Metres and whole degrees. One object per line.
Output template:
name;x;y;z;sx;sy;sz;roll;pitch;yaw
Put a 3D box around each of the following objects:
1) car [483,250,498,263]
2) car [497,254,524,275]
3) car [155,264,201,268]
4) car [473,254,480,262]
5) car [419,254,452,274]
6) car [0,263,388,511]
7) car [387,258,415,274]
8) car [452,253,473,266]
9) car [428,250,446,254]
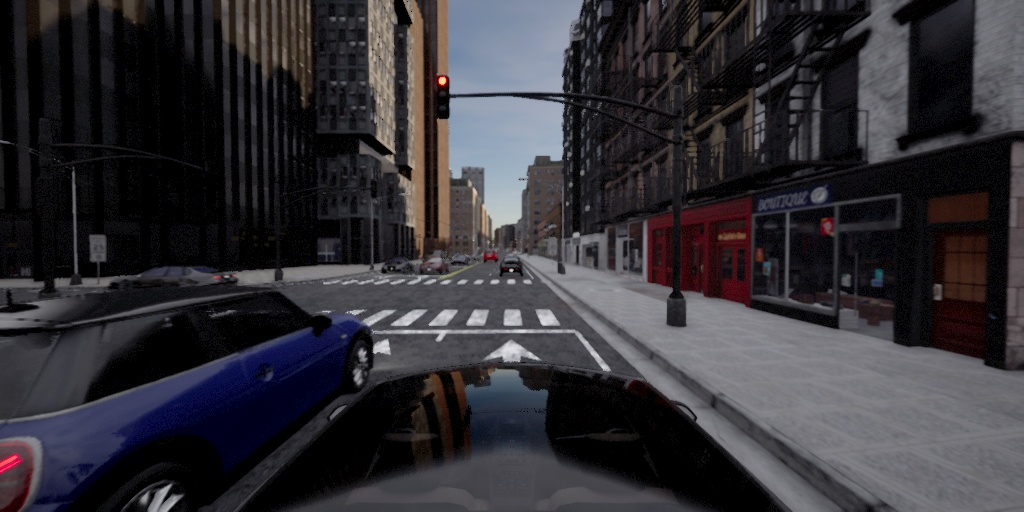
car;-3.595;0.016;60.131;2.150;2.045;5.566;0;1;0
car;-0.063;0.786;30.135;1.837;1.490;4.892;0;1;0
car;-17.416;1.156;18.631;5.357;1.411;2.033;-1;1;-3
car;-6.874;0.319;65.090;1.994;1.385;4.181;0;1;0
car;-6.765;0.793;31.522;1.812;1.442;4.674;0;1;0
car;-3.155;1.074;3.683;2.097;1.767;4.553;0;1;0
car;-10.015;0.832;31.761;1.994;1.385;4.181;0;1;0
car;-6.844;0.554;47.534;2.033;1.411;5.357;0;1;0
car;-10.098;0.225;47.820;2.150;2.045;5.566;0;1;0
